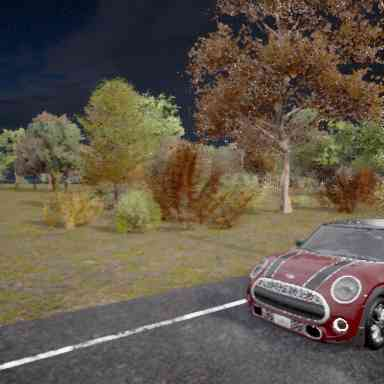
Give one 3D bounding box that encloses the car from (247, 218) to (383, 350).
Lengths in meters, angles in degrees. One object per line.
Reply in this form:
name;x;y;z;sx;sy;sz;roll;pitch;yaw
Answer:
car;3.169;1.336;6.327;4.553;1.767;2.097;0;0;-36
